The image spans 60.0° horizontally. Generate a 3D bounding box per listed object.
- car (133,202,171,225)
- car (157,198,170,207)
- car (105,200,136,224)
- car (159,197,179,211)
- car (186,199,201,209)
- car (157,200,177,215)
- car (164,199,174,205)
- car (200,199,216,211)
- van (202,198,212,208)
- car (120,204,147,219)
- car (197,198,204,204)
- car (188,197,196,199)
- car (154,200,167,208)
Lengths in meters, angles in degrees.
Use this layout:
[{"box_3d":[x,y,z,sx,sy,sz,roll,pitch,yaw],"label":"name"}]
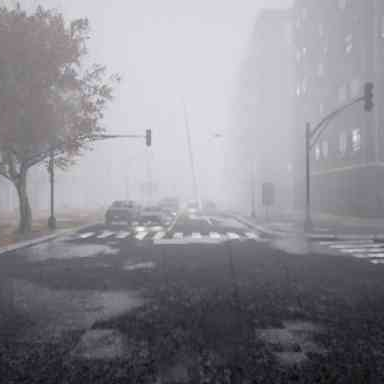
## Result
[{"box_3d":[-3.110,1.832,26.950,2.033,1.411,5.357,0,-1,0],"label":"car"},{"box_3d":[-5.713,2.036,66.317,2.192,1.841,5.009,0,-1,0],"label":"car"},{"box_3d":[-5.701,1.607,27.660,2.192,1.841,5.009,0,-1,0],"label":"car"},{"box_3d":[-3.067,1.735,48.048,2.150,2.045,5.566,0,-1,3],"label":"car"},{"box_3d":[0.084,2.197,55.457,1.895,1.301,4.718,0,-1,0],"label":"car"},{"box_3d":[-3.112,1.945,37.403,2.033,1.411,5.357,0,-1,0],"label":"car"},{"box_3d":[-5.717,2.468,82.883,2.008,1.369,4.403,0,-1,0],"label":"car"},{"box_3d":[2.674,2.099,49.750,1.947,1.339,4.313,0,-1,0],"label":"car"},{"box_3d":[2.670,1.999,60.798,1.690,1.788,3.998,0,-1,0],"label":"van"},{"box_3d":[-5.703,1.918,33.180,1.947,1.339,4.313,0,-1,0],"label":"car"},{"box_3d":[2.324,2.460,89.974,1.801,1.575,5.366,0,-1,0],"label":"car"},{"box_3d":[-0.020,1.958,67.534,2.150,2.045,5.566,0,-1,0],"label":"car"},{"box_3d":[-5.711,2.223,60.793,1.947,1.339,4.313,0,-1,0],"label":"car"}]
